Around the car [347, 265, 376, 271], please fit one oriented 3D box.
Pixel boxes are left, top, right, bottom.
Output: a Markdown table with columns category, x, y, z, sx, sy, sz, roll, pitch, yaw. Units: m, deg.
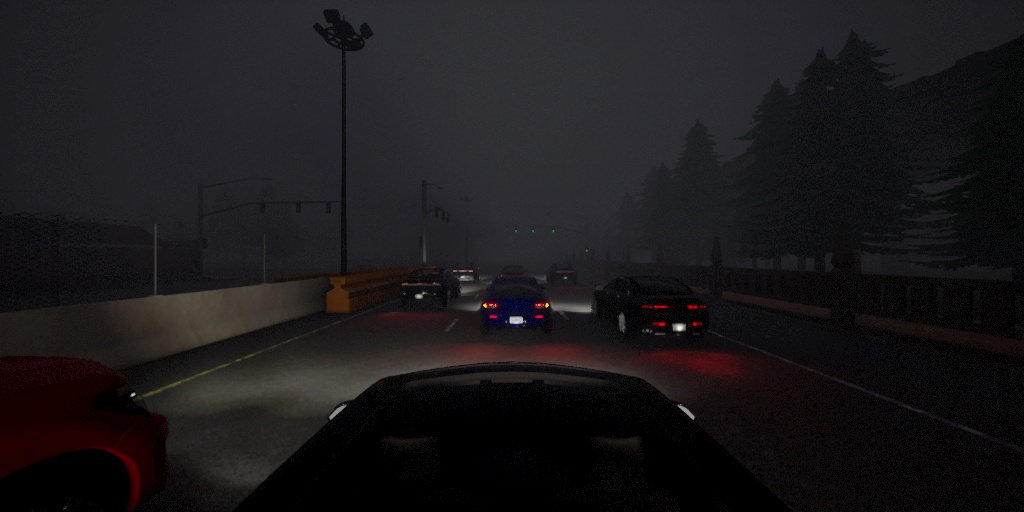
| category | x | y | z | sx | sy | sz | roll | pitch | yaw |
| --- | --- | --- | --- | --- | --- | --- | --- | --- | --- |
| car | -10.537 | 1.335 | 25.234 | 1.994 | 1.385 | 4.181 | 0 | 0 | 1 |

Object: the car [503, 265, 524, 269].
| category | x | y | z | sx | sy | sz | roll | pitch | yaw |
| --- | --- | --- | --- | --- | --- | --- | --- | --- | --- |
| car | 0.098 | 1.295 | 23.166 | 1.812 | 1.442 | 4.674 | 0 | 0 | 0 |

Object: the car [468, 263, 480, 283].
| category | x | y | z | sx | sy | sz | roll | pitch | yaw |
| --- | --- | --- | --- | --- | --- | --- | --- | --- | --- |
| car | -3.537 | 1.265 | 27.500 | 2.128 | 1.511 | 4.902 | 0 | 0 | -2 |

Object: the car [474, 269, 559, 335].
| category | x | y | z | sx | sy | sz | roll | pitch | yaw |
| --- | --- | --- | --- | --- | --- | --- | --- | --- | --- |
| car | 0.093 | 1.283 | 10.395 | 1.812 | 1.442 | 4.674 | 0 | 0 | 0 |

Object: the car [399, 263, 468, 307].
| category | x | y | z | sx | sy | sz | roll | pitch | yaw |
| --- | --- | --- | --- | --- | --- | --- | --- | --- | --- |
| car | -3.400 | 1.255 | 15.547 | 2.128 | 1.511 | 4.902 | 0 | 0 | 0 |

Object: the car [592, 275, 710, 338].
| category | x | y | z | sx | sy | sz | roll | pitch | yaw |
| --- | --- | --- | --- | --- | --- | --- | --- | --- | --- |
| car | 3.599 | 1.264 | 10.128 | 1.837 | 1.490 | 4.892 | 0 | 0 | 0 |

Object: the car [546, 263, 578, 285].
| category | x | y | z | sx | sy | sz | roll | pitch | yaw |
| --- | --- | --- | --- | --- | --- | --- | --- | --- | --- |
| car | 3.597 | 1.263 | 26.517 | 2.128 | 1.511 | 4.902 | 0 | 0 | 0 |
